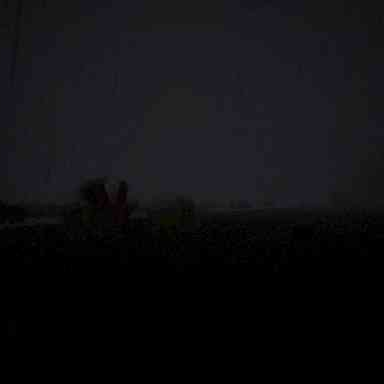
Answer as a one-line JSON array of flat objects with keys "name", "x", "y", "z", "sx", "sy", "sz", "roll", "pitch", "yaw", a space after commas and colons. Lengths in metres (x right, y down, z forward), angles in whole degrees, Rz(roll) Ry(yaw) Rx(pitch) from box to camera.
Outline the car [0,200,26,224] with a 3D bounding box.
[{"name": "car", "x": -14.466, "y": 1.309, "z": 23.103, "sx": 2.150, "sy": 2.045, "sz": 5.566, "roll": -3, "pitch": -2, "yaw": 27}]

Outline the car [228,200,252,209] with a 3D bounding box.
[{"name": "car", "x": 7.838, "y": 2.052, "z": 54.090, "sx": 2.033, "sy": 1.411, "sz": 5.357, "roll": -1, "pitch": -1, "yaw": 36}]

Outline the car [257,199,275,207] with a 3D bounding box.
[{"name": "car", "x": 13.928, "y": 2.110, "z": 62.545, "sx": 2.128, "sy": 1.511, "sz": 4.902, "roll": -1, "pitch": -1, "yaw": 36}]
